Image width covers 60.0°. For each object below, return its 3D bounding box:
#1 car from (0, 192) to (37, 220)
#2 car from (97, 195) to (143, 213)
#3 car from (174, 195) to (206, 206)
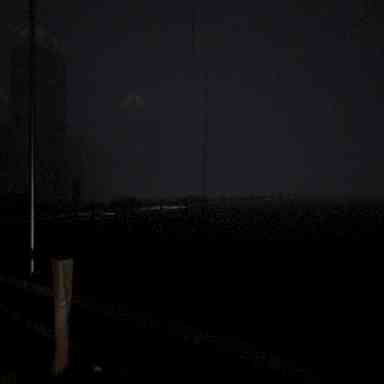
[{"bbox_3d":[-13.826,1.025,23.349,2.150,2.045,5.566,1,1,35],"label":"car"},{"bbox_3d":[-7.066,1.113,32.937,1.882,1.535,5.008,1,1,35],"label":"car"},{"bbox_3d":[-0.251,1.070,42.600,1.895,1.301,4.718,1,1,35],"label":"car"}]
